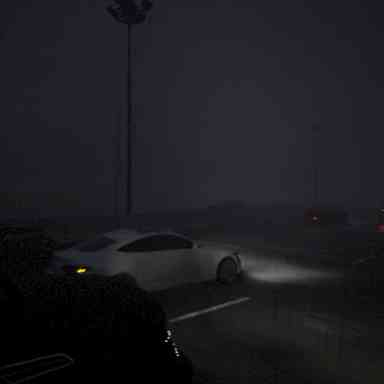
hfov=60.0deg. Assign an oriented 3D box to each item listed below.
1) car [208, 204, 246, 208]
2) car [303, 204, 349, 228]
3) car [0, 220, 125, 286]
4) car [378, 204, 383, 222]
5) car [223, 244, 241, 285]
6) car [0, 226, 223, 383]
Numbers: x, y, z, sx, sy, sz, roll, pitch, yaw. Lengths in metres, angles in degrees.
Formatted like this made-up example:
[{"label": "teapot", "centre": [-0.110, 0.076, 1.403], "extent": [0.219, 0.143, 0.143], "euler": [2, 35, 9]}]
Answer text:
[{"label": "car", "centre": [3.611, 1.363, 32.767], "extent": [2.033, 1.411, 5.357], "euler": [0, 0, 35]}, {"label": "car", "centre": [9.422, 1.549, 23.195], "extent": [1.882, 1.535, 5.008], "euler": [0, 0, 39]}, {"label": "car", "centre": [-4.491, 1.634, 9.398], "extent": [4.718, 1.301, 1.895], "euler": [0, 0, -38]}, {"label": "car", "centre": [15.903, 1.570, 26.220], "extent": [2.128, 1.511, 4.902], "euler": [0, 0, 34]}, {"label": "car", "centre": [-0.905, 1.552, 7.821], "extent": [4.674, 1.442, 1.812], "euler": [0, 0, -38]}, {"label": "car", "centre": [-2.652, 1.230, 2.001], "extent": [5.566, 2.045, 2.150], "euler": [0, 0, -36]}]
